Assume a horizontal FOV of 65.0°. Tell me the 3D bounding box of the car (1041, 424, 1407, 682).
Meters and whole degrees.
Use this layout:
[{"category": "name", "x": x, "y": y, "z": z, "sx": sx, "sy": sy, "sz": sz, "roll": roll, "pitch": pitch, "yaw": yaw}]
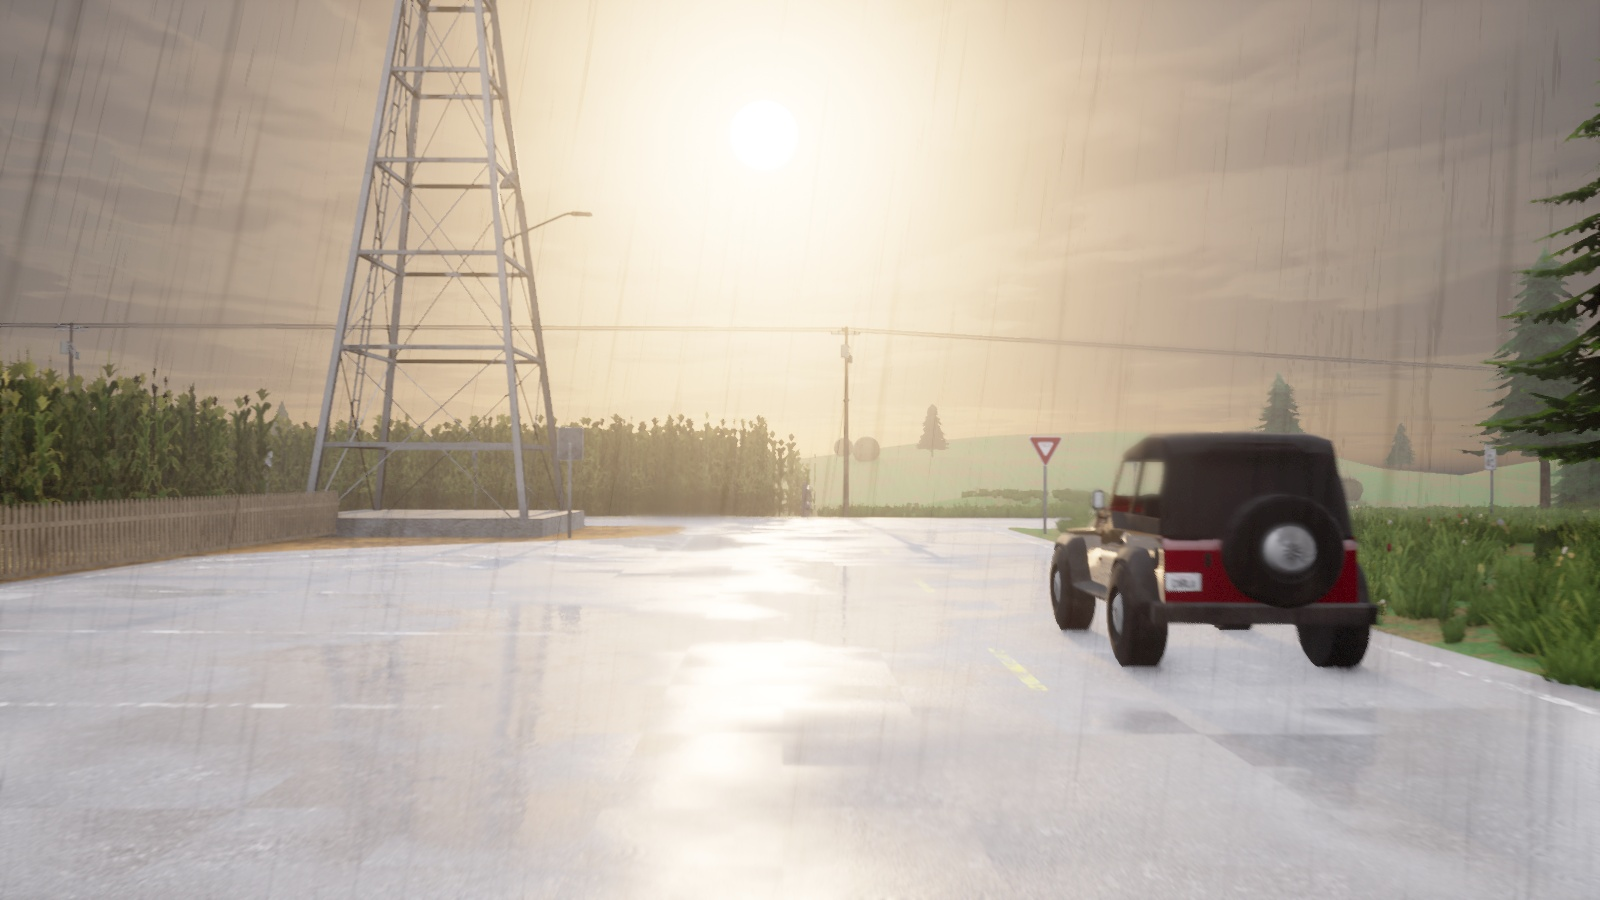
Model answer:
[{"category": "car", "x": 3.472, "y": 0.783, "z": 11.120, "sx": 1.905, "sy": 1.878, "sz": 3.866, "roll": 0, "pitch": -1, "yaw": 0}]
